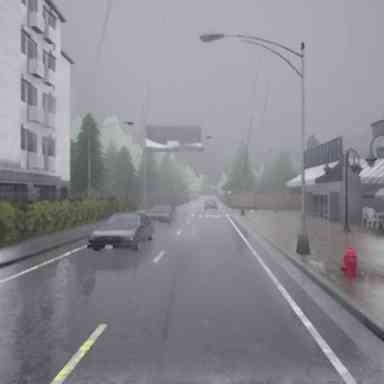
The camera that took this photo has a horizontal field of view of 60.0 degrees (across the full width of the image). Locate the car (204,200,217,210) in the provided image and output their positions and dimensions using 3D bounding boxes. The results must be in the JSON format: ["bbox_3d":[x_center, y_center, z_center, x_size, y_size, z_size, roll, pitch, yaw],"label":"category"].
[{"bbox_3d":[2.819,1.874,49.820,2.033,1.411,5.357,0,2,3],"label":"car"}]

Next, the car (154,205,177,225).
[{"bbox_3d":[-2.224,1.677,25.393,2.033,1.411,5.357,0,0,4],"label":"car"}]

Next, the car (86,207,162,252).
[{"bbox_3d":[-2.855,1.622,14.695,2.033,1.411,5.357,0,0,3],"label":"car"}]
